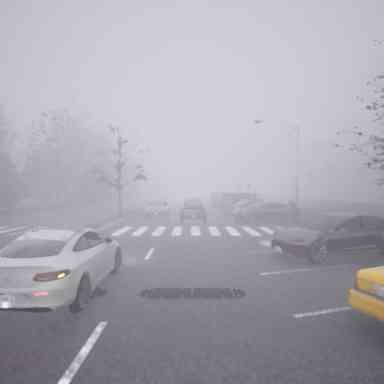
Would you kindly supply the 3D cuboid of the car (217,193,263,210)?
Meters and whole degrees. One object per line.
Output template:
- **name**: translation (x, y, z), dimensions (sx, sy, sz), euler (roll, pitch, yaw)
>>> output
- **car**: translation (5.021, 1.224, 29.552), dimensions (4.553, 1.767, 2.185), euler (1, 0, -20)

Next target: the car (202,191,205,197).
- **car**: translation (4.857, 1.161, 56.347), dimensions (5.366, 1.575, 1.946), euler (1, 1, -20)

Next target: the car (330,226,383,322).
- **car**: translation (5.238, 1.471, 5.633), dimensions (5.366, 1.575, 1.946), euler (1, 0, -20)

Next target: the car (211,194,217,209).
- **car**: translation (5.038, 1.320, 35.528), dimensions (4.892, 1.521, 2.231), euler (1, 0, -20)

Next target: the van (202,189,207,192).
- **van**: translation (4.918, 0.814, 65.317), dimensions (4.442, 1.987, 1.878), euler (0, 1, -20)

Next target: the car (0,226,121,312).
- **car**: translation (-2.905, 1.498, 7.508), dimensions (1.812, 1.442, 4.674), euler (0, 0, 0)

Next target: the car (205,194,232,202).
- **car**: translation (5.020, 1.125, 62.389), dimensions (4.674, 1.452, 2.002), euler (0, 1, -20)

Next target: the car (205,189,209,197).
- **car**: translation (5.067, 1.020, 44.491), dimensions (5.566, 2.045, 2.435), euler (1, 0, -20)

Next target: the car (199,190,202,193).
- **car**: translation (4.843, 0.868, 74.256), dimensions (5.366, 1.575, 1.946), euler (0, 1, -20)

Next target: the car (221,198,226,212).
- **car**: translation (5.046, 1.405, 26.581), dimensions (4.674, 1.452, 2.002), euler (1, 0, -20)

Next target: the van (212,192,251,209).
- **van**: translation (4.935, 1.061, 41.448), dimensions (4.442, 1.987, 1.878), euler (1, 1, -20)

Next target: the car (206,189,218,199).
- **car**: translation (5.021, 1.052, 38.495), dimensions (5.566, 2.045, 2.435), euler (1, 1, -20)

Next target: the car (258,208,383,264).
- **car**: translation (5.036, 1.473, 11.557), dimensions (4.792, 1.488, 2.163), euler (1, 1, -20)

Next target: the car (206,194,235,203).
- **car**: translation (5.053, 1.160, 59.417), dimensions (4.792, 1.488, 2.163), euler (1, 1, -20)

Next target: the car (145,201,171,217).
- **car**: translation (-2.921, 1.463, 29.330), dimensions (1.895, 1.301, 4.718), euler (0, 0, 0)

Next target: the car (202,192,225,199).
- **car**: translation (5.040, 0.842, 77.318), dimensions (4.792, 1.488, 2.163), euler (0, 1, -20)

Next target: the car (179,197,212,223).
- **car**: translation (0.082, 1.381, 24.040), dimensions (2.128, 1.511, 4.902), euler (0, 0, 0)

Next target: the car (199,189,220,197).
- **car**: translation (5.031, 0.243, 95.206), dimensions (5.566, 2.045, 2.435), euler (1, 1, -20)

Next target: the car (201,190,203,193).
- **car**: translation (4.993, 0.861, 68.345), dimensions (4.553, 1.767, 2.185), euler (0, 1, -20)

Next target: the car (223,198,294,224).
- **car**: translation (5.027, 1.410, 23.562), dimensions (4.792, 1.488, 2.163), euler (1, 1, -20)

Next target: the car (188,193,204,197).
- **car**: translation (0.069, 1.290, 41.641), dimensions (2.128, 1.511, 4.902), euler (0, 0, 0)

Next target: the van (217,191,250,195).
- **van**: translation (5.158, 1.110, 32.587), dimensions (4.442, 1.987, 1.878), euler (1, 0, -20)
